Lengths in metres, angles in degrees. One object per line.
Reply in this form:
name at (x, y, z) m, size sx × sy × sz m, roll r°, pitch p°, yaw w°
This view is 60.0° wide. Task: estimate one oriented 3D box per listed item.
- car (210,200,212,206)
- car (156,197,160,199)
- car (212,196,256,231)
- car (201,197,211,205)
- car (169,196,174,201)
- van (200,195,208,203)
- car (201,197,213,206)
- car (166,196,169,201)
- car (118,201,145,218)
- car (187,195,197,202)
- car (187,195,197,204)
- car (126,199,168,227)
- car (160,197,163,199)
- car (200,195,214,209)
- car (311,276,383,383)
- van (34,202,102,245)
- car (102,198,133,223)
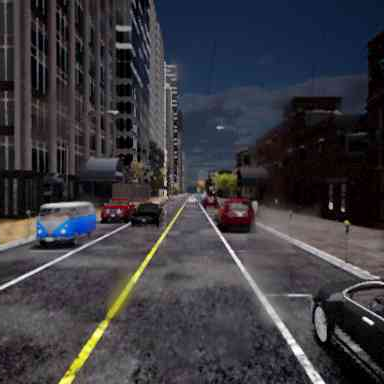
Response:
car at (2.684, 1.586, 26.608) m, size 1.752 × 1.417 × 4.829 m, roll -1°, pitch 0°, yaw 0°
car at (-5.693, 1.643, 43.054) m, size 1.887 × 1.381 × 4.507 m, roll -1°, pitch 0°, yaw 0°
car at (2.679, 1.363, 20.904) m, size 2.192 × 1.841 × 5.009 m, roll -1°, pitch 0°, yaw 0°
car at (2.692, 1.730, 65.179) m, size 1.802 × 1.307 × 4.206 m, roll -1°, pitch 0°, yaw 0°
car at (-5.686, 1.639, 87.334) m, size 1.967 × 1.590 × 4.097 m, roll -1°, pitch 0°, yaw 0°
van at (2.691, 1.514, 76.249) m, size 1.690 × 1.788 × 3.998 m, roll -1°, pitch 0°, yaw 0°
car at (2.691, 1.701, 59.645) m, size 1.947 × 1.339 × 4.313 m, roll -1°, pitch 0°, yaw 0°
car at (-5.690, 1.661, 59.488) m, size 1.752 × 1.417 × 4.829 m, roll -1°, pitch 0°, yaw 0°
car at (-5.696, 1.599, 31.815) m, size 1.752 × 1.417 × 4.829 m, roll -1°, pitch 0°, yaw 0°
car at (0.016, 1.528, 76.715) m, size 2.128 × 1.511 × 4.902 m, roll 0°, pitch 0°, yaw 0°
car at (0.014, 1.674, 66.431) m, size 1.812 × 1.442 × 4.674 m, roll 0°, pitch 0°, yaw 0°
car at (-3.033, 1.532, 23.535) m, size 1.882 × 1.535 × 5.008 m, roll 0°, pitch 0°, yaw 1°
car at (-5.691, 1.649, 53.954) m, size 1.752 × 1.417 × 4.829 m, roll -1°, pitch 0°, yaw 0°
car at (2.685, 1.425, 48.577) m, size 2.192 × 1.841 × 5.009 m, roll -1°, pitch 0°, yaw 0°
car at (2.691, 1.559, 3.564) m, size 2.008 × 1.369 × 4.403 m, roll -1°, pitch 0°, yaw 0°
van at (-5.702, 1.378, 15.381) m, size 1.690 × 1.788 × 3.998 m, roll -1°, pitch 0°, yaw 0°
car at (-5.700, 1.376, 26.450) m, size 2.192 × 1.841 × 5.009 m, roll -1°, pitch 0°, yaw 0°
